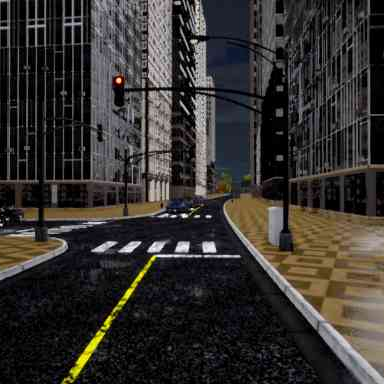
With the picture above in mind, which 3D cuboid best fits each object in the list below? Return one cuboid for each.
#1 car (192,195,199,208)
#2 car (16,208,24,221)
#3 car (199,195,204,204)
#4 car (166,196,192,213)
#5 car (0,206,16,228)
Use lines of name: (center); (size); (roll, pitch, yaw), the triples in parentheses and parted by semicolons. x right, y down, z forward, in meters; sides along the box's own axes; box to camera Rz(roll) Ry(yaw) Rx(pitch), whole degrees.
car: (-0.665, 1.312, 46.216); (2.097, 1.767, 4.553); (0, 0, 6)
car: (-16.426, 1.854, 28.068); (4.403, 1.369, 2.008); (-1, 1, 10)
car: (1.075, 1.282, 61.298); (2.097, 1.767, 4.553); (0, 0, 8)
car: (-1.546, 1.328, 36.185); (2.097, 1.767, 4.553); (0, 0, 5)
car: (-14.891, 1.777, 21.939); (5.357, 1.411, 2.033); (-1, 0, 10)
